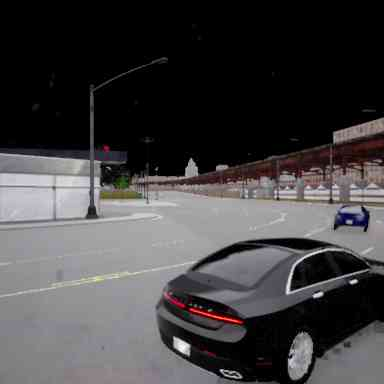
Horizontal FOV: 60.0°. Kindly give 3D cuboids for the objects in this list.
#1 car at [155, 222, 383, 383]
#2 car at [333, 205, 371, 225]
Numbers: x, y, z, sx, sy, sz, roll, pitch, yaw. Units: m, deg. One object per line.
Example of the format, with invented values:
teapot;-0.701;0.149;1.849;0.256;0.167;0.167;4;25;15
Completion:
car;1.710;1.506;5.406;4.892;1.490;1.837;0;0;-41
car;9.957;1.525;20.679;1.812;1.442;4.674;0;0;29
